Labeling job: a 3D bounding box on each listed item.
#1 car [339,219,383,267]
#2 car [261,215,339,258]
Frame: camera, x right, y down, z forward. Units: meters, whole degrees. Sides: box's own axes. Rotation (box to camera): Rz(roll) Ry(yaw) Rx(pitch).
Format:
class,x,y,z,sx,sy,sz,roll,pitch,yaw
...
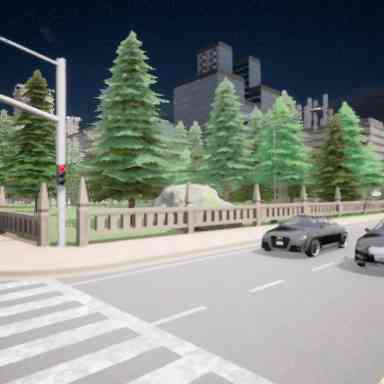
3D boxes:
class,x,y,z,sx,sy,sz,roll,pitch,yaw
car,6.908,1.538,10.673,4.902,1.511,2.128,0,-1,-43
car,4.589,1.645,13.296,4.181,1.385,1.994,0,-1,-43
